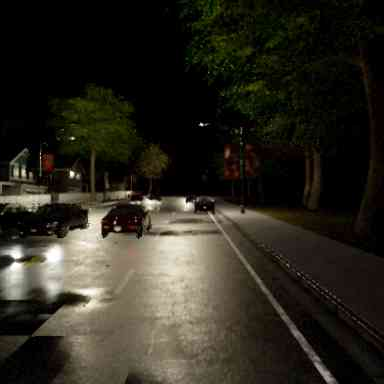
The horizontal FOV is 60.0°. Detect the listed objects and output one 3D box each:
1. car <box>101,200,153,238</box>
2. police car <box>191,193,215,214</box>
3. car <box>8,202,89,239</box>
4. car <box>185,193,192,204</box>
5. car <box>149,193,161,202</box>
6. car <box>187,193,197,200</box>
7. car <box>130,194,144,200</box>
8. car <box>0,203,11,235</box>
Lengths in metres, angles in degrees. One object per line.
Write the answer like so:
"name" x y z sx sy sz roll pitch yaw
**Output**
"car" -3.157 1.354 16.388 1.812 1.442 4.674 0 1 0
"police car" 1.123 1.116 31.534 1.930 1.638 5.238 0 0 0
"car" -6.605 1.306 16.371 1.882 1.535 5.008 0 1 0
"car" -0.018 1.067 50.100 1.812 1.442 4.674 0 1 0
"car" -6.562 0.997 59.254 1.812 1.442 4.674 0 0 1
"car" -0.033 0.917 70.449 2.033 1.411 5.357 0 0 0
"car" -9.815 1.035 59.246 1.994 1.385 4.181 0 0 1
"car" -9.856 1.315 16.862 2.128 1.511 4.902 0 1 0
